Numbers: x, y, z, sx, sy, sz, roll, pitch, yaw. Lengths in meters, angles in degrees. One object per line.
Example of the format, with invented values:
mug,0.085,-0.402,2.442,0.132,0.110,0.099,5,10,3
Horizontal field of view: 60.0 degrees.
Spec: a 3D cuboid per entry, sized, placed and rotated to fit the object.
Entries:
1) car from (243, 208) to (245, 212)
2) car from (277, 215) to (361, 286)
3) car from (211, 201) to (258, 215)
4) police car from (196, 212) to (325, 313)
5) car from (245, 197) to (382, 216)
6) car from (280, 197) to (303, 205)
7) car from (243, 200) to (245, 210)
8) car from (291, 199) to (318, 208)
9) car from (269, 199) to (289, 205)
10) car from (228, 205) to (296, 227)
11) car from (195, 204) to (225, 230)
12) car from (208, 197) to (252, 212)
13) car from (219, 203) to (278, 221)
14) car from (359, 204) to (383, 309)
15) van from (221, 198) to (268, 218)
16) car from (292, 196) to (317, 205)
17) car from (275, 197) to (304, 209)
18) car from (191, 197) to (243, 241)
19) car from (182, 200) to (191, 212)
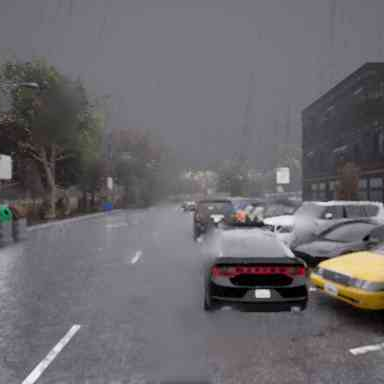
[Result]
car,5.296,1.675,16.267,4.792,1.488,2.163,1,0,-20
car,5.293,1.613,10.266,4.792,1.488,2.163,1,0,-20
car,5.110,1.911,40.245,5.366,1.575,1.946,1,0,-20
police car,1.165,1.502,8.082,1.930,1.638,5.238,0,-1,0
car,5.299,1.362,13.270,5.566,2.045,2.435,1,0,-20
car,23.777,2.136,79.526,2.435,2.045,5.566,0,-1,-22
car,5.290,1.552,19.283,4.553,1.767,2.185,1,-1,-20
car,21.118,2.213,62.489,2.163,1.488,4.792,0,0,-22
car,20.754,2.414,79.432,2.163,1.488,4.792,0,-1,-21
car,5.320,1.784,25.291,4.674,1.452,2.002,1,0,-20
car,1.152,1.722,23.972,1.882,1.535,5.008,0,-1,0
car,5.282,1.736,46.341,5.566,2.045,2.435,1,-1,-20
car,5.303,1.813,31.302,5.008,1.535,2.097,1,-1,-20
car,5.311,1.274,4.254,5.566,2.045,2.435,1,0,-20
van,5.415,1.624,34.350,4.442,1.987,1.878,1,-1,-20
car,26.837,2.137,79.571,2.435,2.045,5.566,1,-2,-22
car,18.203,1.930,62.369,2.435,2.045,5.566,0,0,-21
car,1.158,1.404,18.005,2.150,2.045,5.566,0,-1,0
car,-0.109,2.018,45.517,1.812,1.442,4.674,0,-1,0
